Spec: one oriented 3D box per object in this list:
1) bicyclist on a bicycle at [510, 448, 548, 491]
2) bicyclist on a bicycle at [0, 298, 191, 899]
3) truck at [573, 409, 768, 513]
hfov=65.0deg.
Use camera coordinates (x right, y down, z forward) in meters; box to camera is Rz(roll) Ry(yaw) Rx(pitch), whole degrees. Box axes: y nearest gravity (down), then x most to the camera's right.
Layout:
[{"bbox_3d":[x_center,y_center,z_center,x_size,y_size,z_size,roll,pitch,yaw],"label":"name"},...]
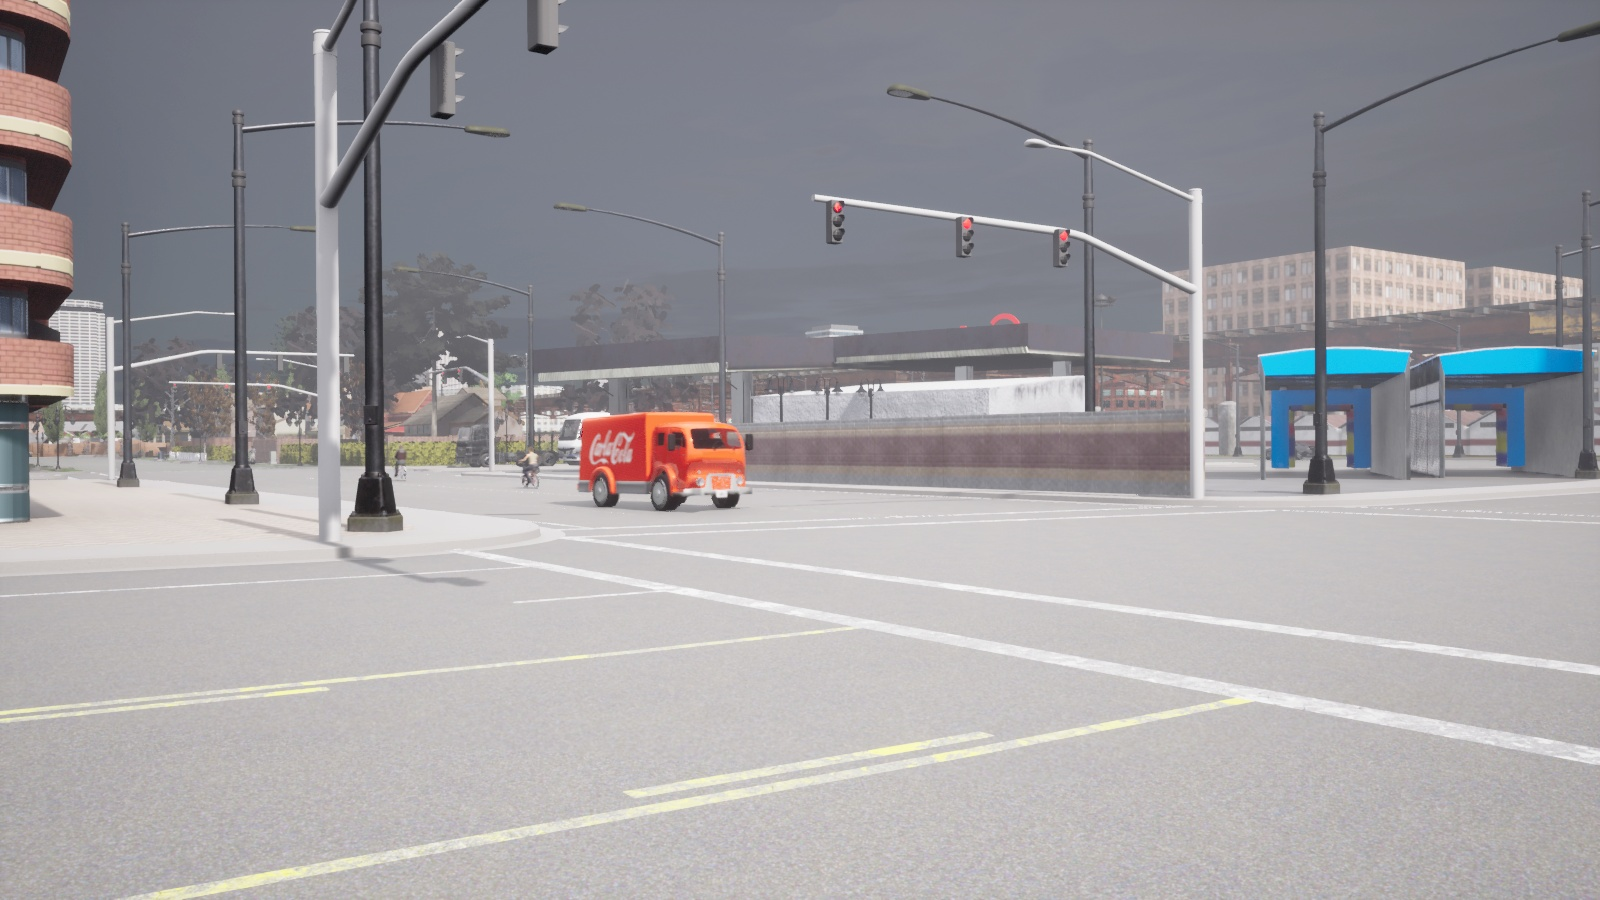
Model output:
[{"bbox_3d":[-10.419,0.724,48.327,0.866,1.612,1.509,-1,0,-36],"label":"bicyclist on a bicycle"},{"bbox_3d":[-2.100,0.623,2.117,1.843,1.776,0.659,0,0,-36],"label":"bicyclist on a bicycle"},{"bbox_3d":[-3.461,0.292,32.506,2.627,2.467,5.204,-1,0,-38],"label":"truck"}]
